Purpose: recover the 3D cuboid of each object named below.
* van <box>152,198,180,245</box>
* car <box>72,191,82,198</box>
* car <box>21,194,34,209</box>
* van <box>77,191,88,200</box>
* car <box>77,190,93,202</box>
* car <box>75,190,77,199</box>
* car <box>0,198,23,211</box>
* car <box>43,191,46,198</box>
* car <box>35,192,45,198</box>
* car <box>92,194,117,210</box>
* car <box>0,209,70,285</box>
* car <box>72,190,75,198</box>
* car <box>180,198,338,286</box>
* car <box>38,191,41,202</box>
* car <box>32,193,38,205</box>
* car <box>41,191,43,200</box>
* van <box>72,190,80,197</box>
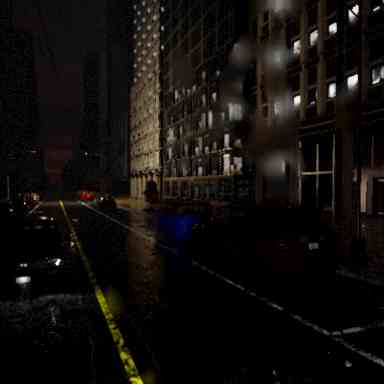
[{"bbox_3d":[-0.503,1.177,14.487,1.690,1.788,3.998,-1,1,-22],"label":"van"},{"bbox_3d":[-28.619,0.582,82.814,1.967,1.590,4.097,-1,1,-22],"label":"car"},{"bbox_3d":[-16.902,1.235,32.325,2.008,1.369,4.403,-1,1,-22],"label":"car"},{"bbox_3d":[-22.131,0.645,67.045,1.690,1.788,3.998,-1,1,-22],"label":"van"},{"bbox_3d":[-17.806,0.726,56.533,2.192,1.841,5.009,-1,1,-22],"label":"car"},{"bbox_3d":[-19.969,0.672,61.789,2.192,1.841,5.009,-1,1,-22],"label":"car"},{"bbox_3d":[-12.577,1.341,21.813,2.008,1.369,4.403,-1,1,-22],"label":"car"},{"bbox_3d":[-32.042,0.876,69.116,1.947,1.339,4.313,-1,1,-22],"label":"car"},{"bbox_3d":[-36.368,0.753,79.627,2.008,1.369,4.403,-1,1,-22],"label":"car"},{"bbox_3d":[-9.152,1.174,35.513,2.008,1.369,4.403,-1,1,-22],"label":"car"},{"bbox_3d":[-4.604,1.452,9.515,2.033,1.411,5.357,0,1,-23],"label":"car"},{"bbox_3d":[-24.293,0.690,72.303,1.967,1.590,4.097,-1,1,-22],"label":"car"},{"bbox_3d":[1.659,1.203,9.231,2.192,1.841,5.009,-1,1,-22],"label":"car"},{"bbox_3d":[-23.392,0.964,48.090,1.967,1.590,4.097,-1,1,-22],"label":"car"},{"bbox_3d":[-21.227,1.159,42.837,1.802,1.307,4.206,-1,1,-22],"label":"car"},{"bbox_3d":[-27.652,0.944,58.447,1.752,1.417,4.829,-1,1,-22],"label":"car"},{"bbox_3d":[-30.783,0.428,88.068,1.690,1.788,3.998,-1,1,-22],"label":"van"}]
